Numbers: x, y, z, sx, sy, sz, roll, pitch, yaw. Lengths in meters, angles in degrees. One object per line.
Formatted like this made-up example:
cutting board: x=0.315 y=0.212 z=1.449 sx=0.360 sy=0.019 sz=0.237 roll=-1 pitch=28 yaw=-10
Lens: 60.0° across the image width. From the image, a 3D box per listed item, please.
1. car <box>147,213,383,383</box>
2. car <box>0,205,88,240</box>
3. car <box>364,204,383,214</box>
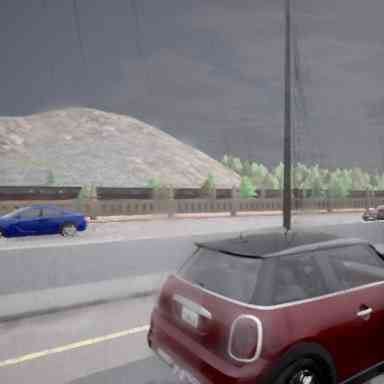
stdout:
car: x=1.757 y=1.346 z=4.687 sx=4.553 sy=1.767 sz=2.097 roll=0 pitch=0 yaw=-33
car: x=-7.493 y=1.401 z=15.610 sx=5.008 sy=1.535 sz=1.882 roll=0 pitch=0 yaw=-33
car: x=14.328 y=1.526 z=23.870 sx=4.674 sy=1.442 sz=1.812 roll=0 pitch=0 yaw=-27
